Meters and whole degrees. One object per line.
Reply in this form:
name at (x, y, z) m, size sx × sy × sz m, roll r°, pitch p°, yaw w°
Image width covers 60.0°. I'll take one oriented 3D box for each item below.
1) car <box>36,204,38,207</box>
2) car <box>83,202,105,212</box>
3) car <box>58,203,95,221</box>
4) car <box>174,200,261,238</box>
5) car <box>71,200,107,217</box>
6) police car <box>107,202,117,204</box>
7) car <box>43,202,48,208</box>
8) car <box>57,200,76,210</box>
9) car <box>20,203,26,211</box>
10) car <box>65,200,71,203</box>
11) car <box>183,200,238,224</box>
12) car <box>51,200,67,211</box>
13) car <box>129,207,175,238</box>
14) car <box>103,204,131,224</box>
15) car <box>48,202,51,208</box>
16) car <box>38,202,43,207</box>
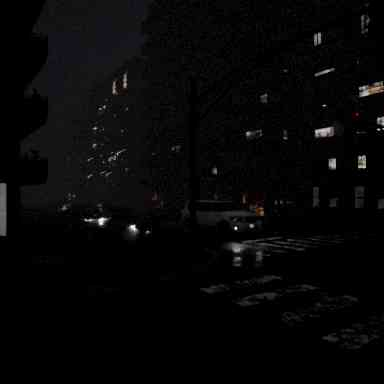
car at (-38.357, 3.168, 84.665) m, size 1.947 × 1.339 × 4.313 m, roll -1°, pitch 0°, yaw -36°
car at (-16.312, 2.432, 55.097) m, size 1.882 × 1.535 × 5.008 m, roll 0°, pitch -1°, yaw -36°
car at (-11.838, 2.163, 33.863) m, size 1.887 × 1.381 × 4.507 m, roll -1°, pitch 0°, yaw -36°
car at (1.535, 1.485, 19.850) m, size 2.150 × 2.045 × 5.566 m, roll 0°, pitch -1°, yaw -36°
car at (-12.015, 2.035, 38.562) m, size 2.097 × 1.767 × 4.553 m, roll 0°, pitch -1°, yaw -36°
police car at (-12.273, 2.256, 49.516) m, size 1.930 × 1.638 × 5.238 m, roll 0°, pitch -1°, yaw -36°
car at (-31.712, 2.972, 75.492) m, size 1.947 × 1.339 × 4.313 m, roll -1°, pitch 0°, yaw -36°
car at (-25.069, 2.524, 66.322) m, size 2.192 × 1.841 × 5.009 m, roll -1°, pitch 0°, yaw -36°
car at (-31.786, 2.769, 61.374) m, size 1.887 × 1.381 × 4.507 m, roll -1°, pitch 0°, yaw -36°
car at (-17.652, 2.419, 51.766) m, size 2.128 × 1.511 × 4.902 m, roll 0°, pitch -1°, yaw -36°
car at (1.527, 1.713, 29.643) m, size 2.192 × 1.841 × 5.009 m, roll -1°, pitch 0°, yaw -36°
car at (-23.181, 2.600, 59.394) m, size 1.837 × 1.490 × 4.892 m, roll 0°, pitch -1°, yaw -36°
car at (-1.764, 1.833, 19.970) m, size 1.752 × 1.417 × 4.829 m, roll -1°, pitch 0°, yaw -36°
car at (-5.749, 2.038, 29.897) m, size 2.033 × 1.411 × 5.357 m, roll 0°, pitch -1°, yaw -36°
car at (-28.394, 2.623, 70.908) m, size 2.192 × 1.841 × 5.009 m, roll -1°, pitch 0°, yaw -36°
car at (-35.038, 3.049, 80.077) m, size 1.887 × 1.381 × 4.507 m, roll -1°, pitch 0°, yaw -36°
